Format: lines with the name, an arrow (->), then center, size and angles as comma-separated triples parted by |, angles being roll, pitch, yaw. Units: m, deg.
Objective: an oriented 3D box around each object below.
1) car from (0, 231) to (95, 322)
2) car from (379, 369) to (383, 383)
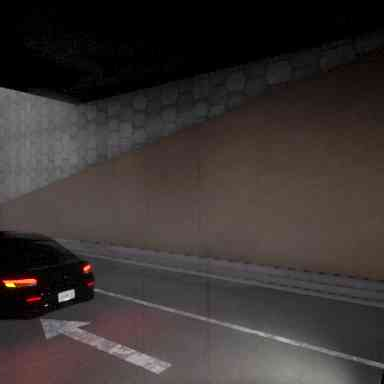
car -> -3.918, 1.526, 6.768 | 4.674, 1.442, 1.812 | 0, 0, 36
car -> 3.523, 1.505, 1.401 | 4.892, 1.490, 1.837 | 0, 0, 36
